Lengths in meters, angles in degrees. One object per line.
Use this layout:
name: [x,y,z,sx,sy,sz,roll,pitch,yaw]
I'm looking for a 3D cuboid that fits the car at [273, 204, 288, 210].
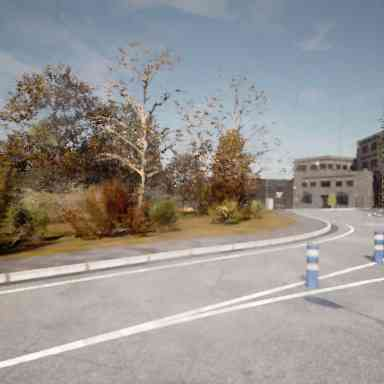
car: [20.392,3.609,78.031,2.002,1.452,4.674,3,-5,-28]
